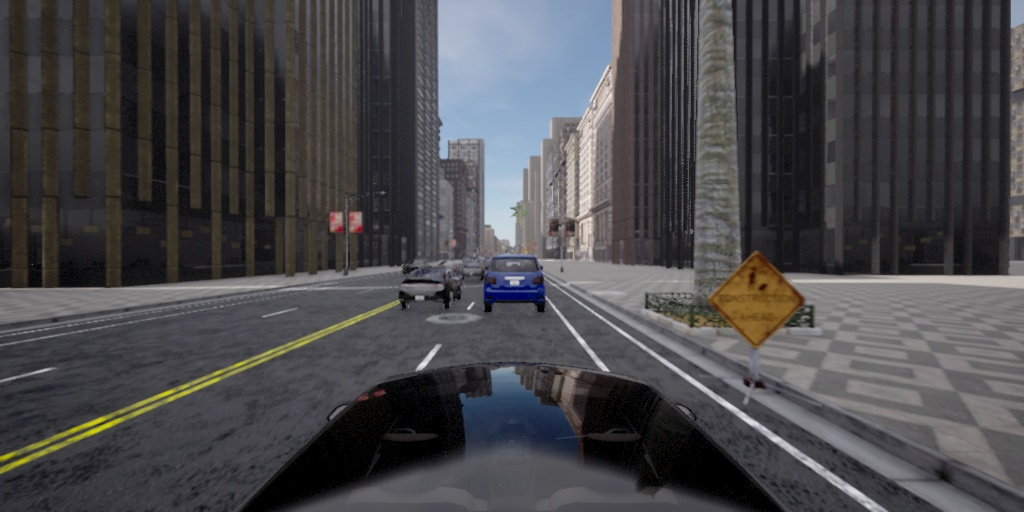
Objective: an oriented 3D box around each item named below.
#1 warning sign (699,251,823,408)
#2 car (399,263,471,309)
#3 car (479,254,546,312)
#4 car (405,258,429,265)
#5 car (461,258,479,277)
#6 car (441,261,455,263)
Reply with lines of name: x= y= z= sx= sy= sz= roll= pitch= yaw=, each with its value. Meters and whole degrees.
warning sign: x=3.224 y=0.862 z=4.776 sx=1.300 sy=1.860 sz=1.060 roll=0 pitch=0 yaw=0
car: x=-3.163 y=1.224 z=14.732 sx=2.128 sy=1.511 sz=4.902 roll=0 pitch=0 yaw=0
car: x=0.089 y=0.955 z=14.248 sx=2.150 sy=2.045 sz=5.566 roll=0 pitch=0 yaw=0
car: x=-9.856 y=1.060 z=37.271 sx=2.097 sy=1.767 sz=4.553 roll=0 pitch=0 yaw=0
car: x=-3.167 y=1.206 z=30.521 sx=2.128 sy=1.511 sz=4.902 roll=0 pitch=0 yaw=0
car: x=-6.608 y=1.234 z=36.882 sx=1.812 sy=1.442 sz=4.674 roll=0 pitch=0 yaw=0
